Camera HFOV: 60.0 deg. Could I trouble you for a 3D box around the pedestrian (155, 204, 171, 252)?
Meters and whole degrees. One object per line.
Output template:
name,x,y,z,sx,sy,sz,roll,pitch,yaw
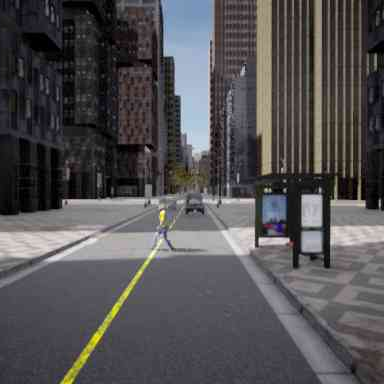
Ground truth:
pedestrian,-1.081,1.277,12.352,0.375,1.860,0.375,0,0,-10

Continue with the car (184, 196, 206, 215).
car,0.314,1.456,33.394,1.837,1.490,4.892,0,0,1

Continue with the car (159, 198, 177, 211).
car,-2.795,1.431,40.191,2.128,1.511,4.902,0,0,1

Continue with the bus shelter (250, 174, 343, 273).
bus shelter,3.211,0.861,11.093,1.920,2.740,3.880,0,0,0

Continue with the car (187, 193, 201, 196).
car,0.318,1.153,43.827,2.150,2.045,5.566,0,0,2
